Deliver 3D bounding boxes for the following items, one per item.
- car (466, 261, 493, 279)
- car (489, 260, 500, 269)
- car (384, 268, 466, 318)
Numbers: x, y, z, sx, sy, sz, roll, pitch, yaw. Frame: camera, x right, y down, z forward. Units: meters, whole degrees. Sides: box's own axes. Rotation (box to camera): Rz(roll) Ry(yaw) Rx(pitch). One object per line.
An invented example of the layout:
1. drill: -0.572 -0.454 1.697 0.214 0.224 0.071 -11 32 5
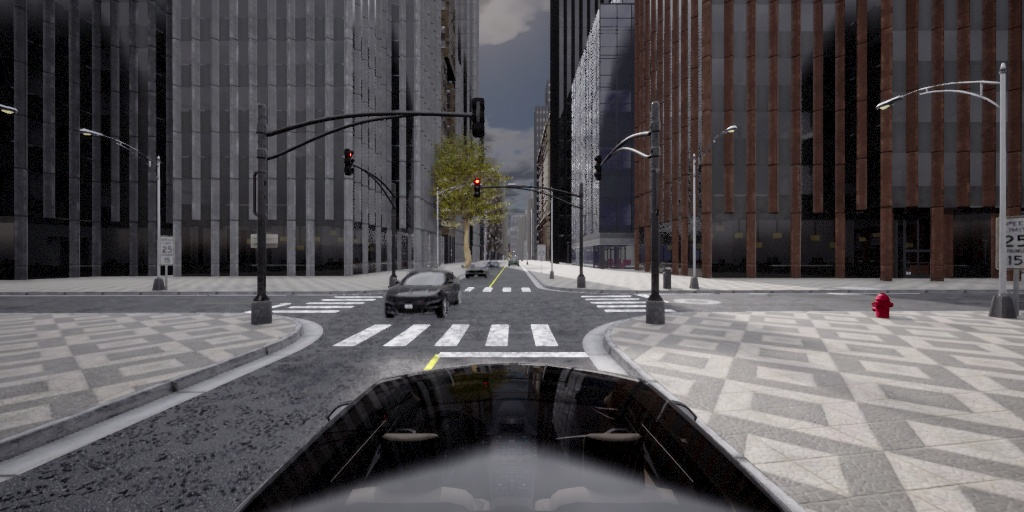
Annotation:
1. car: -2.999 1.353 32.071 1.895 1.301 4.718 0 0 0
2. car: -2.896 1.317 54.215 1.994 1.385 4.181 0 0 0
3. car: -3.066 1.230 13.169 1.882 1.535 5.008 0 0 0
